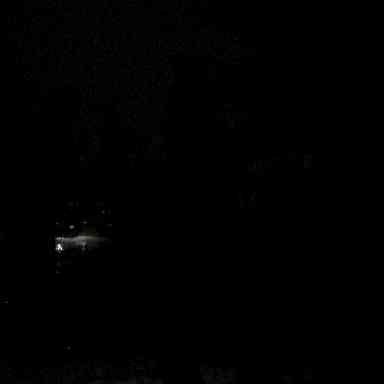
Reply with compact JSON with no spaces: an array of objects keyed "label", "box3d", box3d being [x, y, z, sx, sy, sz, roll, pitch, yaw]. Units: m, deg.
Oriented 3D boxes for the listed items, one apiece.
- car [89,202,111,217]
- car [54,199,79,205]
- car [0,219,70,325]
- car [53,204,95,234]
[{"label":"car","box3d":[-9.080,1.635,31.660,1.812,1.442,4.674,0,0,-30]},{"label":"car","box3d":[-15.266,1.647,40.340,2.128,1.511,4.902,0,0,-40]},{"label":"car","box3d":[-4.360,1.582,7.194,2.033,1.411,5.357,0,0,-8]},{"label":"car","box3d":[-6.907,1.636,19.177,1.994,1.385,4.181,0,0,-19]}]
